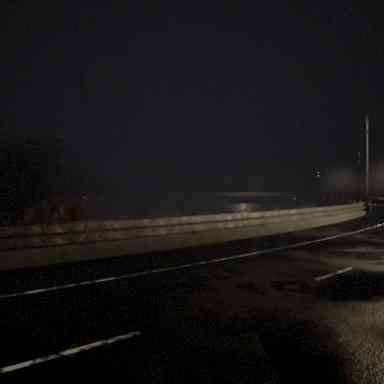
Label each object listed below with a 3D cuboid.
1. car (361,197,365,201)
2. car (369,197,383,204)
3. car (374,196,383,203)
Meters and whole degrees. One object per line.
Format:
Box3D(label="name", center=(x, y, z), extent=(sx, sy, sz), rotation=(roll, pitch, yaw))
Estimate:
Box3D(label="car", center=(39.161, 1.776, 74.672), extent=(1.812, 1.442, 4.674), rotation=(0, 0, 7))
Box3D(label="car", center=(37.392, 1.766, 66.278), extent=(1.994, 1.385, 4.181), rotation=(0, 0, 13))
Box3D(label="car", center=(42.657, 1.663, 74.356), extent=(1.895, 1.301, 4.718), rotation=(0, 0, 7))
